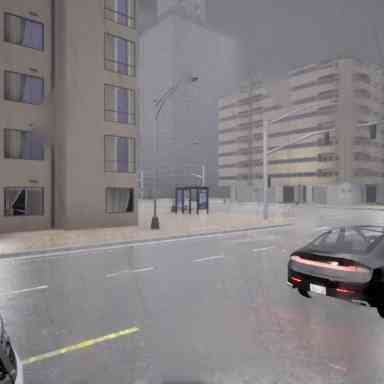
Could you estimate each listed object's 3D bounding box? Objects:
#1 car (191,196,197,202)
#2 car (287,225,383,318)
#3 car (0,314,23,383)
[{"bbox_3d":[1.929,1.581,78.723,4.902,1.511,2.128,0,0,-40],"label":"car"},{"bbox_3d":[4.096,1.492,7.353,4.902,1.511,2.128,0,0,-39],"label":"car"},{"bbox_3d":[-3.785,1.221,1.347,5.566,2.045,2.150,0,0,-32],"label":"car"}]
